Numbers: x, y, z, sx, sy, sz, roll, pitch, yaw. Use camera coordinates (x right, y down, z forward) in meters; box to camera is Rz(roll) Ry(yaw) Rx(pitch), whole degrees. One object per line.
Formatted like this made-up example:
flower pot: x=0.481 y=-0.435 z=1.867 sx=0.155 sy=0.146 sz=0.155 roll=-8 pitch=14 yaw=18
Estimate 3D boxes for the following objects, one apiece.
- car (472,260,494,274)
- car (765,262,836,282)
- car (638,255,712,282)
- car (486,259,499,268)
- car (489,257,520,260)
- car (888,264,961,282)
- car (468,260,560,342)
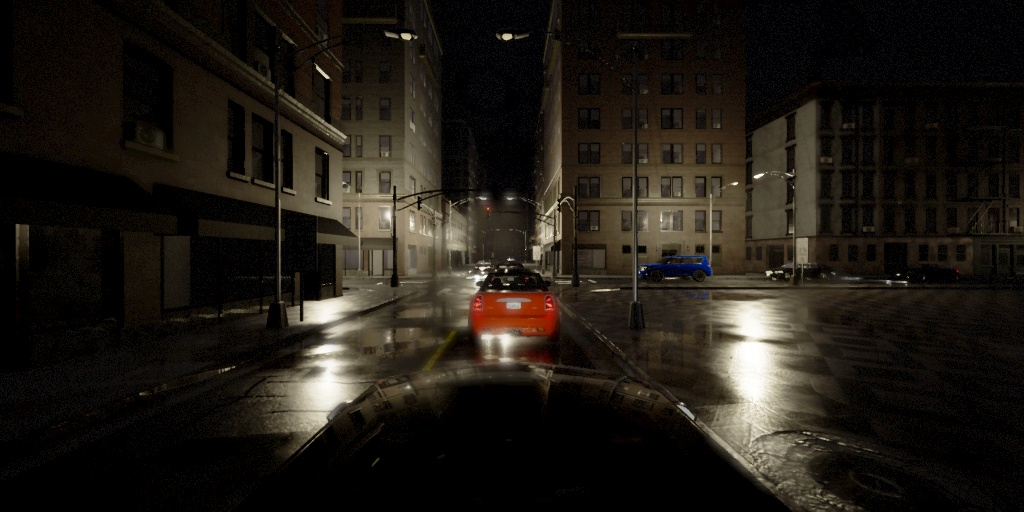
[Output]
car: x=-3.224 y=1.238 z=41.255 sx=2.128 sy=1.511 sz=4.902 roll=0 pitch=0 yaw=0
car: x=22.982 y=1.246 z=28.725 sx=4.902 sy=1.511 sz=2.128 roll=0 pitch=0 yaw=-1
car: x=12.883 y=0.974 z=28.621 sx=5.566 sy=2.045 sz=2.150 roll=0 pitch=0 yaw=-1
car: x=-3.273 y=1.293 z=61.774 sx=2.033 sy=1.411 sz=5.357 roll=0 pitch=0 yaw=0
car: x=-0.183 y=1.101 z=18.861 sx=2.097 sy=1.767 sz=4.553 roll=0 pitch=0 yaw=-3
car: x=33.037 y=1.319 z=28.807 sx=4.181 sy=1.385 sz=1.994 roll=0 pitch=0 yaw=0
car: x=0.048 y=1.102 z=9.941 sx=2.097 sy=1.767 sz=4.553 roll=0 pitch=0 yaw=0
